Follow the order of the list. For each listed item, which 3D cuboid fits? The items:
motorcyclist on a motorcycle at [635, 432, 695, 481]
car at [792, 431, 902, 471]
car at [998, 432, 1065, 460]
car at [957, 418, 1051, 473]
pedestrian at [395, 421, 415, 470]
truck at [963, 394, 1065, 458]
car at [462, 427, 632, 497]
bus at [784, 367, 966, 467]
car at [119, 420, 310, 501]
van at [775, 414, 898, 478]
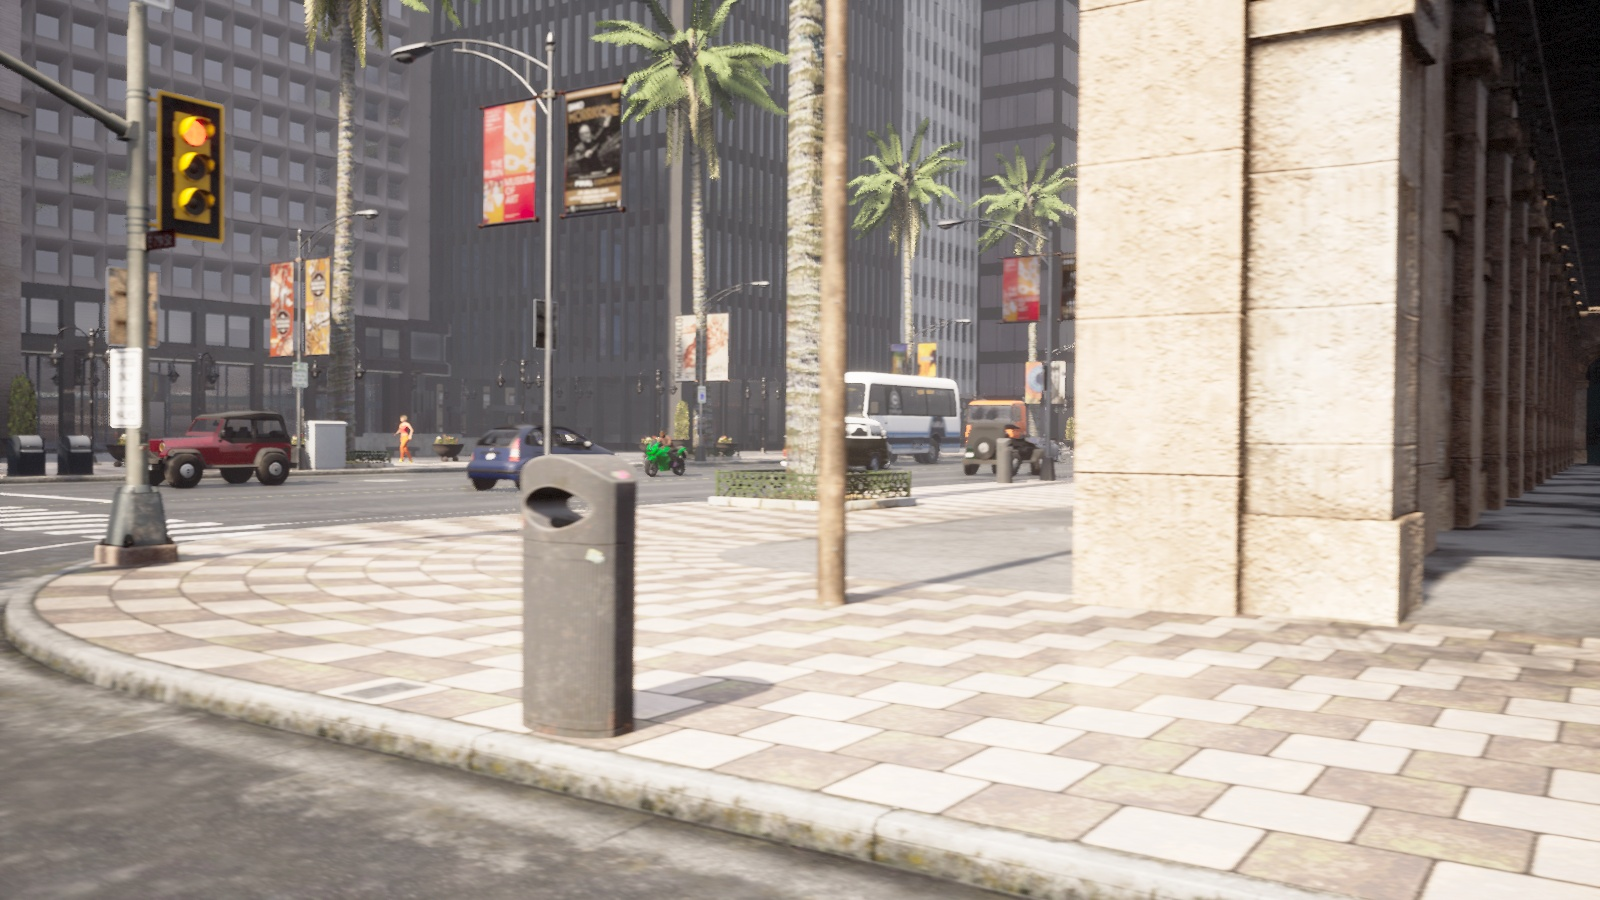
[{"bbox_3d":[-4.323,0.178,40.356,0.797,1.523,2.044,0,1,34],"label":"motorcyclist on a motorcycle"},{"bbox_3d":[1.916,0.011,49.739,2.163,1.488,4.792,0,1,34],"label":"car"},{"bbox_3d":[12.081,-0.232,65.341,1.994,1.385,4.181,0,1,33],"label":"car"},{"bbox_3d":[7.411,-0.178,45.357,1.905,1.878,3.866,0,1,34],"label":"car"},{"bbox_3d":[-14.883,-0.157,47.285,0.345,1.836,0.594,0,1,38],"label":"pedestrian"},{"bbox_3d":[12.434,-1.381,72.323,2.891,3.462,7.936,0,1,33],"label":"truck"},{"bbox_3d":[-6.201,0.240,31.186,1.851,1.617,3.988,0,1,34],"label":"car"},{"bbox_3d":[3.750,-1.512,58.902,3.944,4.253,10.273,0,1,33],"label":"bus"},{"bbox_3d":[-14.506,0.206,31.304,1.905,1.878,3.866,0,1,34],"label":"car"},{"bbox_3d":[1.296,-0.158,42.491,2.069,2.038,4.480,0,1,33],"label":"van"}]
